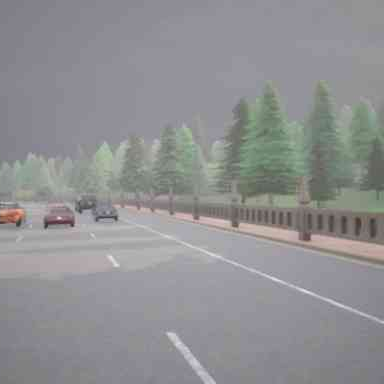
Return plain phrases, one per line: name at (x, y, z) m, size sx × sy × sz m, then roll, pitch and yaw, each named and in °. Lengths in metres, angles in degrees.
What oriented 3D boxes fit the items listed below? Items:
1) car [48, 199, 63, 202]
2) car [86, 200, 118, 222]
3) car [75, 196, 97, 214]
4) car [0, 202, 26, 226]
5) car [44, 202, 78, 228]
car at (-15.283, 1.594, 37.183) m, size 2.097 × 1.767 × 4.553 m, roll 0°, pitch 0°, yaw -25°
car at (-7.492, 1.695, 28.226) m, size 2.033 × 1.411 × 5.357 m, roll 0°, pitch 0°, yaw -22°
car at (-12.695, 1.451, 39.841) m, size 2.150 × 2.045 × 5.566 m, roll 0°, pitch 0°, yaw -26°
car at (-13.561, 1.542, 24.544) m, size 2.097 × 1.767 × 4.553 m, roll 0°, pitch 0°, yaw -22°
car at (-9.622, 1.719, 24.127) m, size 1.994 × 1.385 × 4.181 m, roll 0°, pitch 0°, yaw -22°
